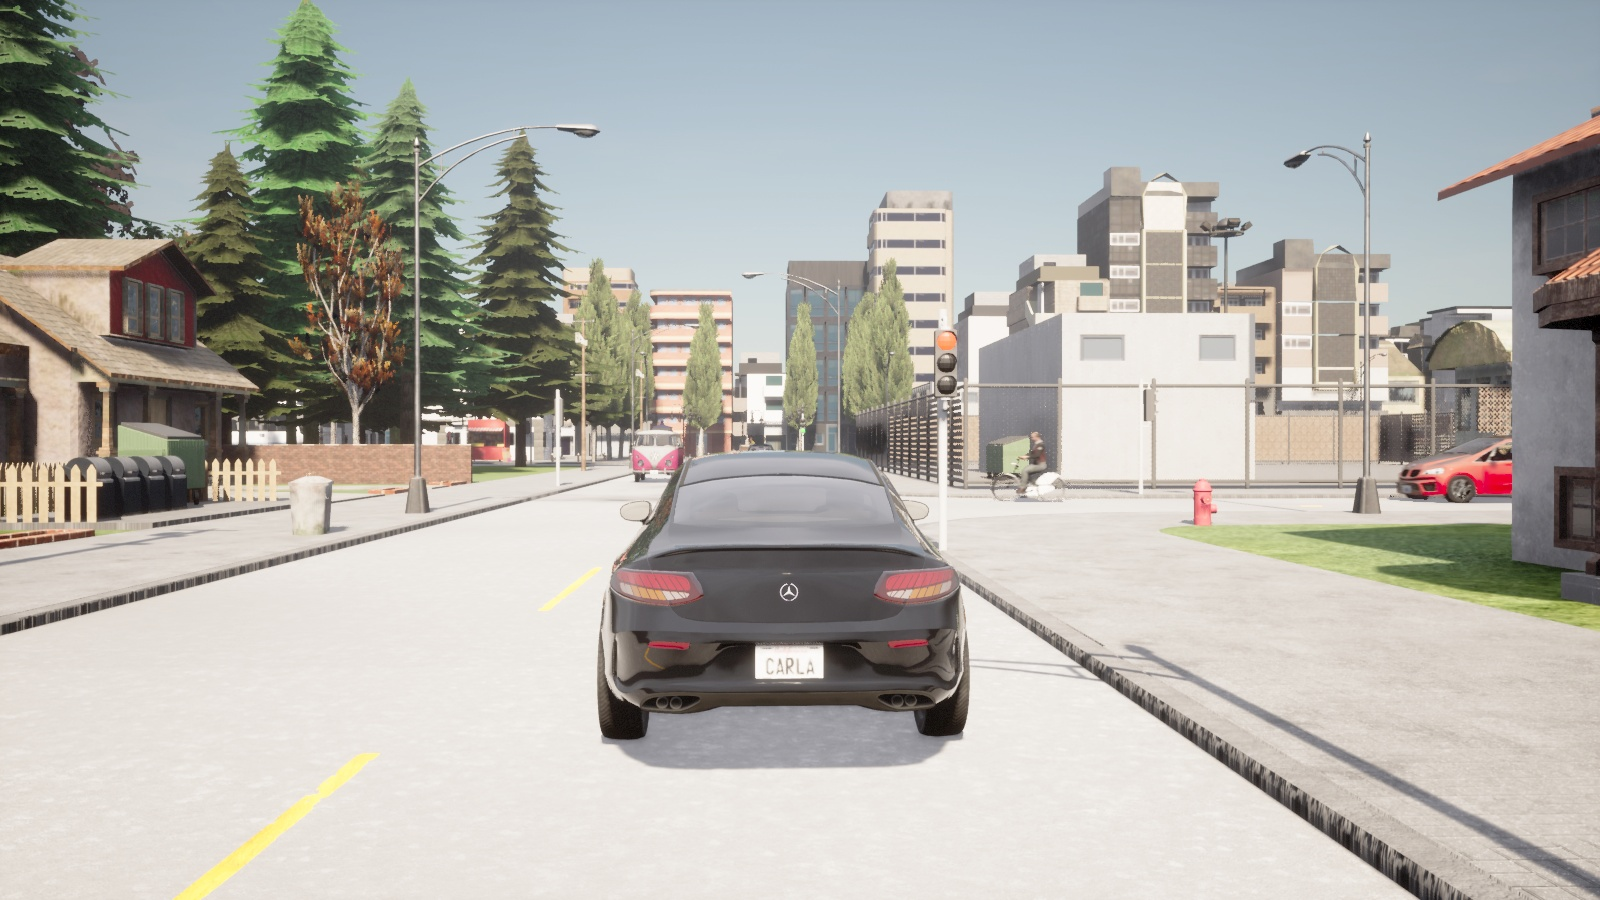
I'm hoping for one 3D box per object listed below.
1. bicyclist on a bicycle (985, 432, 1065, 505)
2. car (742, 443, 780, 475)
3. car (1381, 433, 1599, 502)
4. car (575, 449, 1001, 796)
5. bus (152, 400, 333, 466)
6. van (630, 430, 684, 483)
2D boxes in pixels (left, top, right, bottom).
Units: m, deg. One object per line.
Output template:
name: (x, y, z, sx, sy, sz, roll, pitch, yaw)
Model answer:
bicyclist on a bicycle: (5.575, 0.446, 31.159, 1.843, 1.776, 0.659, 0, 1, -3)
car: (-1.920, 0.411, 61.513, 1.816, 1.474, 4.193, 0, 0, -2)
car: (17.425, 0.427, 31.573, 4.611, 1.667, 2.242, 0, 0, -2)
car: (-0.142, 0.729, 7.674, 1.812, 1.442, 4.674, 0, 0, -2)
bus: (-36.825, -1.130, 83.327, 10.273, 4.253, 3.944, 0, 0, -2)
van: (-5.522, 0.218, 49.039, 1.775, 1.987, 4.442, 0, 0, -2)
